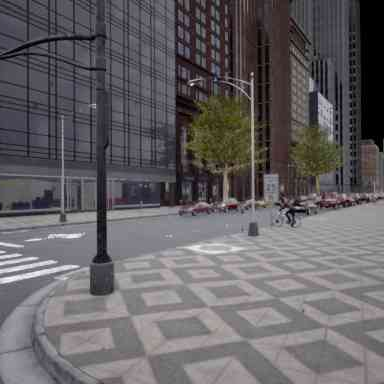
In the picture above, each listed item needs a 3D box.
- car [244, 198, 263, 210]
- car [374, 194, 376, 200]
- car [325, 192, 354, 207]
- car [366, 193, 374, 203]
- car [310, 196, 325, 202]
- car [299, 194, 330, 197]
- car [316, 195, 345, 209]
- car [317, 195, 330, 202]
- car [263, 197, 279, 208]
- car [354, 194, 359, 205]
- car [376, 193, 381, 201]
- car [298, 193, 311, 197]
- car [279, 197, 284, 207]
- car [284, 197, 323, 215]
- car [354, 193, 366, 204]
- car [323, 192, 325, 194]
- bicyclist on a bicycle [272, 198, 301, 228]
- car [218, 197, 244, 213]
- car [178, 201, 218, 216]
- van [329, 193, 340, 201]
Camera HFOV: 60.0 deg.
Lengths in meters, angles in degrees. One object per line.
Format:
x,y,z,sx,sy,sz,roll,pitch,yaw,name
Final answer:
6.797,1.494,41.038,1.802,1.307,4.206,0,0,35,car
36.273,1.302,68.873,1.752,1.417,4.829,-1,0,35,car
20.206,1.136,45.500,2.192,1.841,5.009,0,0,35,car
32.982,1.099,64.087,2.192,1.841,5.009,0,0,35,car
25.964,1.417,68.924,1.947,1.339,4.313,0,0,35,car
16.441,1.339,44.558,2.128,1.511,4.902,-1,0,35,car
17.013,1.377,40.852,1.887,1.381,4.507,0,0,35,car
29.158,1.426,73.570,1.802,1.307,4.206,0,0,35,car
9.895,1.425,45.545,1.752,1.417,4.829,0,0,35,car
23.401,1.377,50.145,1.947,1.339,4.313,0,0,35,car
42.565,1.358,78.027,1.802,1.307,4.206,-1,0,35,car
19.574,1.415,59.628,1.887,1.381,4.507,0,0,35,car
13.186,1.455,50.334,1.947,1.339,4.313,0,0,35,car
10.625,1.424,31.557,1.947,1.339,4.313,0,0,35,car
26.594,1.117,54.793,2.192,1.841,5.009,0,0,35,car
22.124,1.051,52.827,2.150,2.045,5.566,-1,0,35,car
5.202,1.177,18.439,1.656,1.620,0.582,-1,0,35,bicyclist on a bicycle
3.601,1.366,36.390,1.967,1.590,4.097,0,0,35,car
0.408,1.524,31.743,1.802,1.307,4.206,0,0,35,car
35.544,1.185,82.867,1.690,1.788,3.998,-1,0,35,van
